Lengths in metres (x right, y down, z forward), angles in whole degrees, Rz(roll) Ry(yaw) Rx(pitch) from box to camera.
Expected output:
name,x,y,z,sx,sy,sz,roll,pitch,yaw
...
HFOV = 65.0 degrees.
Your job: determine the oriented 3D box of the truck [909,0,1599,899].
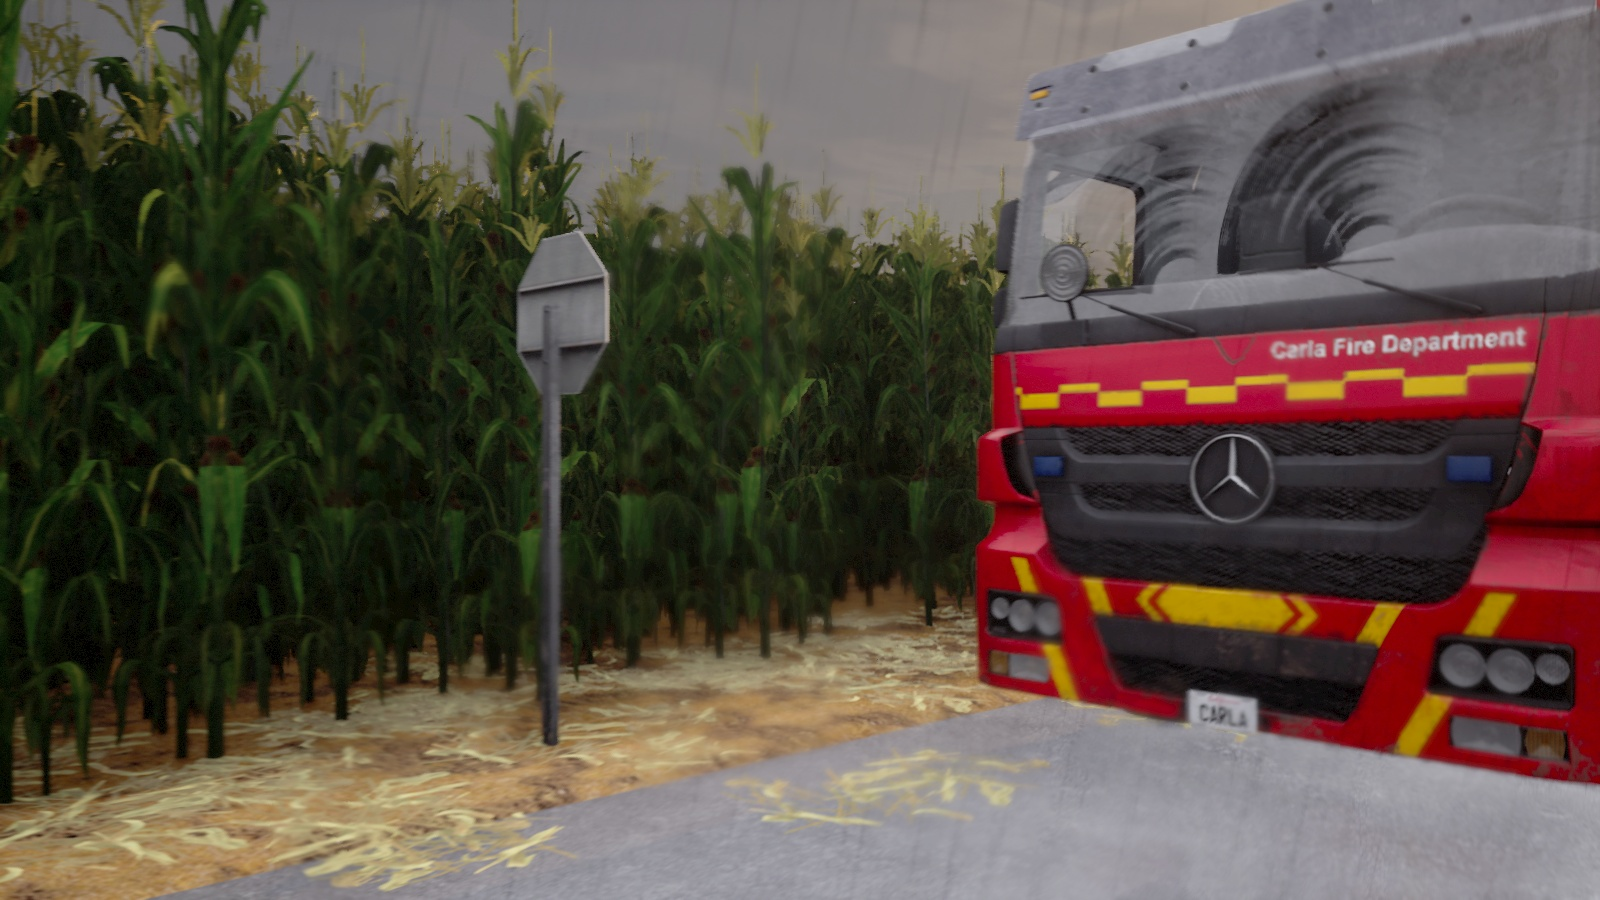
name,x,y,z,sx,sy,sz,roll,pitch,yaw
truck,4.601,-0.403,7.813,8.468,3.827,2.891,0,0,-43
